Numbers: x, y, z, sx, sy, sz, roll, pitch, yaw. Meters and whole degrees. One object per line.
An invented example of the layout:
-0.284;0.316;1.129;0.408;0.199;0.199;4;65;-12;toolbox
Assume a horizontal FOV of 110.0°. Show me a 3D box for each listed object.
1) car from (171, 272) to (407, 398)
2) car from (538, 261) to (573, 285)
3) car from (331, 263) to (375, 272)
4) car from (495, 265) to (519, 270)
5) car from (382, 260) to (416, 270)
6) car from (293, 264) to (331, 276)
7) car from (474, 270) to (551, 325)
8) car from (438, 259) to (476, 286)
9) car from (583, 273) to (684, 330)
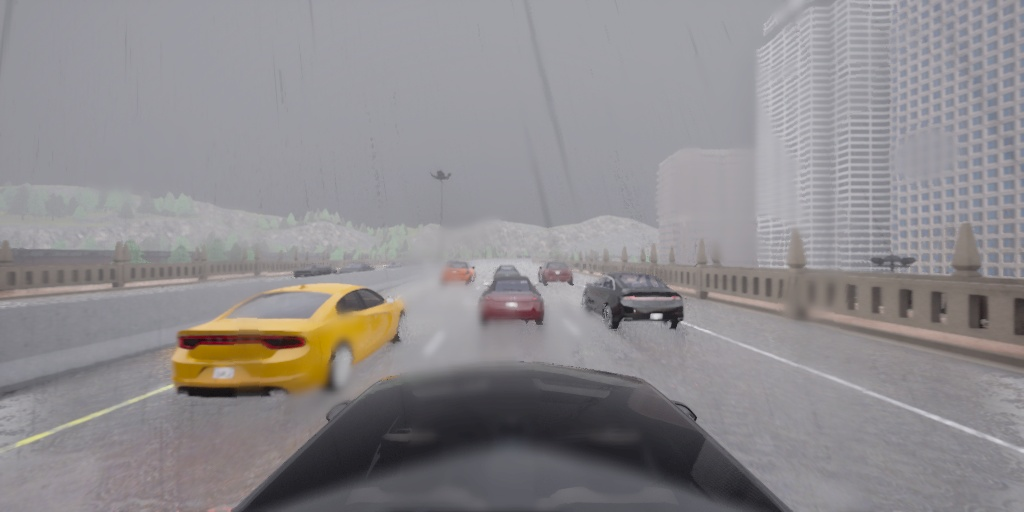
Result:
-3.456;1.243;6.760;1.882;1.535;5.008;0;0;0;car
3.132;1.176;26.673;2.097;1.767;4.553;0;0;-1;car
-14.774;1.396;34.327;2.033;1.411;5.357;0;0;-2;car
-0.389;1.390;27.437;1.994;1.385;4.181;0;0;-2;car
-11.293;1.342;35.151;2.128;1.511;4.902;0;0;-2;car
-18.251;1.447;33.453;1.895;1.301;4.718;0;0;-2;car
-0.014;1.344;12.011;1.994;1.385;4.181;0;0;-1;car
-3.868;1.176;26.578;2.097;1.767;4.553;0;0;-1;car
3.501;1.270;11.188;2.128;1.511;4.902;0;0;-1;car
